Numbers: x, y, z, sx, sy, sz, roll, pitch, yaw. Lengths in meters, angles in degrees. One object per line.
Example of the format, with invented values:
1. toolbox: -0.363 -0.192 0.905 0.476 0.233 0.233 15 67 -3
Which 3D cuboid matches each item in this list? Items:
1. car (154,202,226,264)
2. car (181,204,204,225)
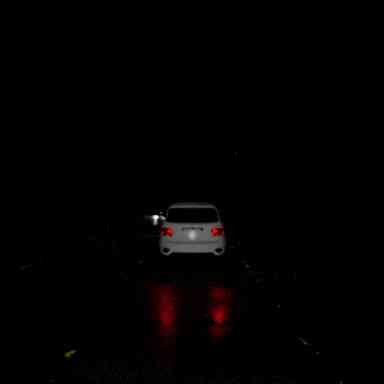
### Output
1. car: 0.028 1.367 12.622 2.150 2.045 5.566 0 0 0
2. car: 0.064 1.817 28.533 1.837 1.490 4.892 0 0 1
